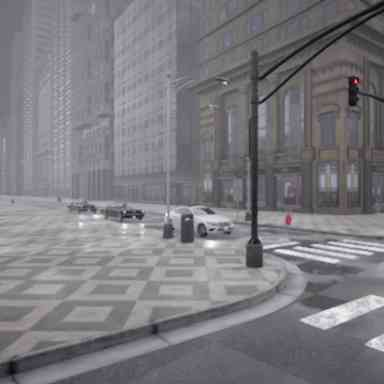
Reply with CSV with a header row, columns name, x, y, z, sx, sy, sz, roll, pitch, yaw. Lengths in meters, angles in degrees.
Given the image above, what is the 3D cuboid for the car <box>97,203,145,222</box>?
name,x,y,z,sx,sy,sz,roll,pitch,yaw
car,-5.499,1.520,26.077,1.895,1.301,4.718,0,0,-35

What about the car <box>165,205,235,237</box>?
name,x,y,z,sx,sy,sz,roll,pitch,yaw
car,0.252,1.473,17.955,1.812,1.442,4.674,0,0,-37

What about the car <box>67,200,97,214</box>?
name,x,y,z,sx,sy,sz,roll,pitch,yaw
car,-11.377,1.495,34.371,1.895,1.301,4.718,0,0,-35
